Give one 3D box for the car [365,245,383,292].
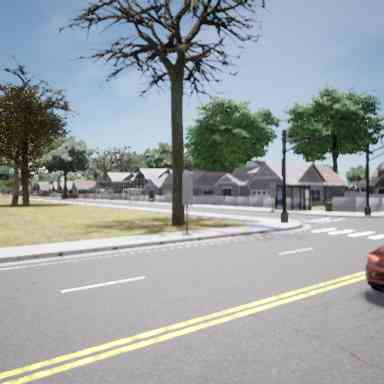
[{"bbox_3d":[5.703,1.467,7.485,4.674,1.442,1.812,0,0,-36],"label":"car"}]
